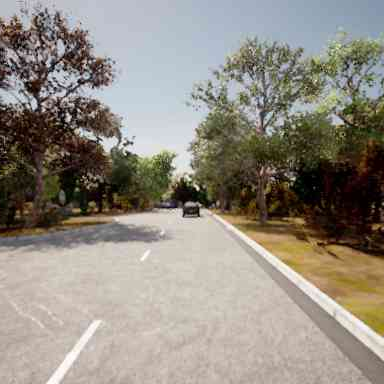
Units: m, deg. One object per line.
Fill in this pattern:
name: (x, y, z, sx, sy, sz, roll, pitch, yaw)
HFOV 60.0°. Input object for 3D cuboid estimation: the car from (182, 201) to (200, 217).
car: (-0.083, 1.920, 36.919, 1.882, 1.535, 5.008, -1, -2, 0)

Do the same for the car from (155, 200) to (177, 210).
car: (-5.178, 2.904, 68.854, 2.033, 1.411, 5.357, 1, -3, -28)

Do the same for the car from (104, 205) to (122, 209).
car: (-18.046, 3.228, 77.576, 5.008, 1.535, 1.882, 0, -3, -3)

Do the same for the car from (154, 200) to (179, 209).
car: (-5.774, 2.837, 74.463, 5.566, 2.045, 2.150, -2, -3, 39)

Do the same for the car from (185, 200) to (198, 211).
car: (-0.162, 2.312, 55.675, 2.097, 1.767, 4.553, 0, -2, 0)
